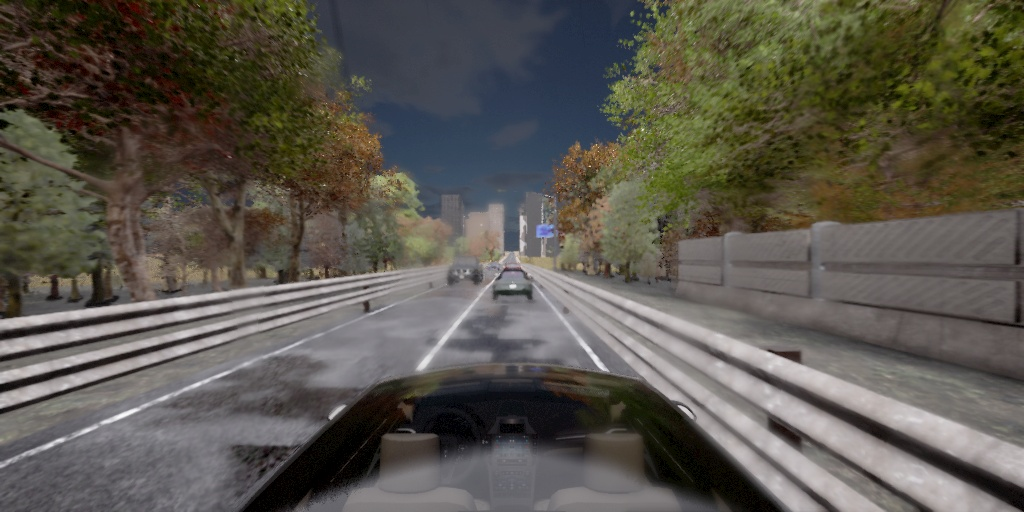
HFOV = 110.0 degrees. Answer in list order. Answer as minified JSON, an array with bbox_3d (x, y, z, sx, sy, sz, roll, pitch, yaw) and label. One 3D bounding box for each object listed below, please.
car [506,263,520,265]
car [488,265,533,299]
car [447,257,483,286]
[{"bbox_3d":[0.075,1.445,36.719,1.882,1.535,5.008,0,-1,0],"label":"car"},{"bbox_3d":[0.051,1.356,18.384,1.994,1.385,4.181,0,0,0],"label":"car"},{"bbox_3d":[-3.353,1.078,26.684,2.150,2.045,5.566,0,-1,0],"label":"car"}]
